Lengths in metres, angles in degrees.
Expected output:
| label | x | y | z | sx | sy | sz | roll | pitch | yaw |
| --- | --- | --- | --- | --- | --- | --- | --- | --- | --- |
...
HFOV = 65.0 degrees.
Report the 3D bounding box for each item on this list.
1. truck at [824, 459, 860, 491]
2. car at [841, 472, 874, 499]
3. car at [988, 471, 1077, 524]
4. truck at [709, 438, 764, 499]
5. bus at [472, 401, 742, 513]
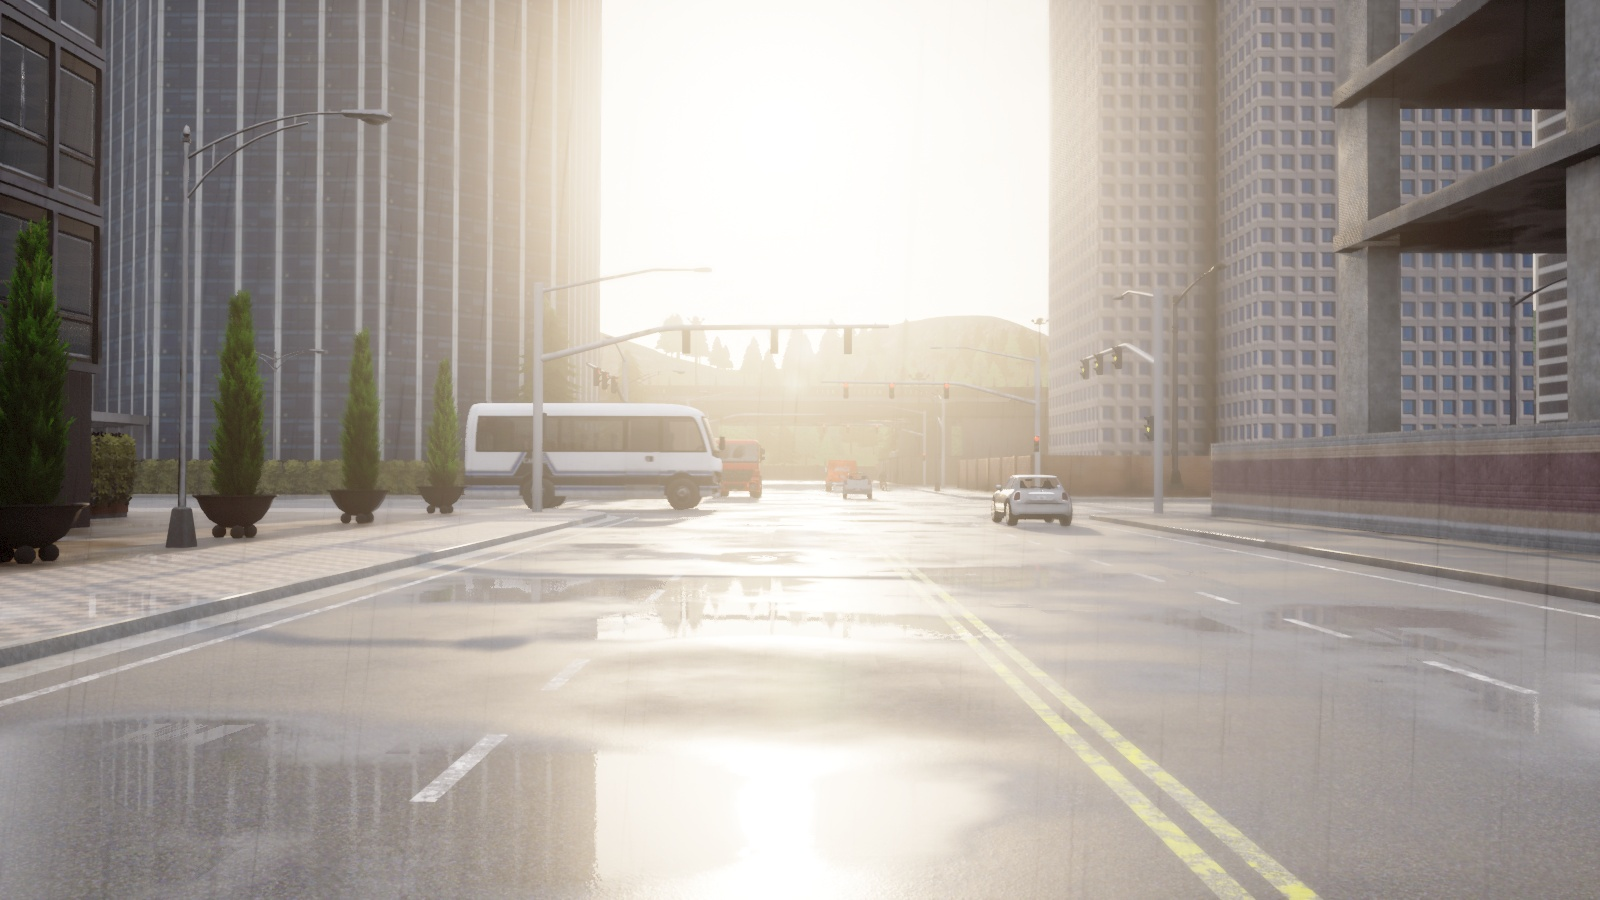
| label | x | y | z | sx | sy | sz | roll | pitch | yaw |
| --- | --- | --- | --- | --- | --- | --- | --- | --- | --- |
| truck | 3.248 | 1.956 | 97.989 | 2.627 | 2.467 | 5.204 | 0 | -1 | 0 |
| car | 3.296 | 2.027 | 72.317 | 1.845 | 1.501 | 3.633 | 0 | -1 | 2 |
| car | 6.904 | 1.383 | 37.640 | 1.970 | 1.475 | 3.806 | 0 | -1 | 0 |
| truck | -3.695 | 1.100 | 74.778 | 2.891 | 3.462 | 7.936 | 0 | -1 | 0 |
| bus | -7.561 | 0.315 | 50.560 | 10.273 | 4.253 | 3.944 | 0 | -1 | -1 |
